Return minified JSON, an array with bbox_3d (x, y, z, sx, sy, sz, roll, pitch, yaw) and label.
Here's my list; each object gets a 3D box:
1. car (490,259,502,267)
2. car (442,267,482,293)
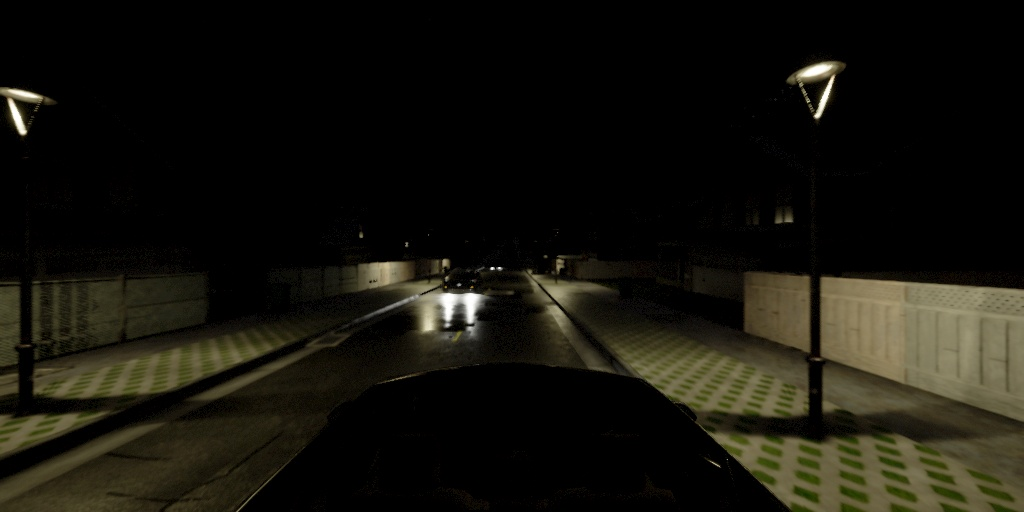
[{"bbox_3d":[-2.780,1.286,63.241,1.994,1.385,4.181,0,0,1],"label":"car"},{"bbox_3d":[-2.851,1.358,21.263,1.994,1.385,4.181,0,0,0],"label":"car"}]
